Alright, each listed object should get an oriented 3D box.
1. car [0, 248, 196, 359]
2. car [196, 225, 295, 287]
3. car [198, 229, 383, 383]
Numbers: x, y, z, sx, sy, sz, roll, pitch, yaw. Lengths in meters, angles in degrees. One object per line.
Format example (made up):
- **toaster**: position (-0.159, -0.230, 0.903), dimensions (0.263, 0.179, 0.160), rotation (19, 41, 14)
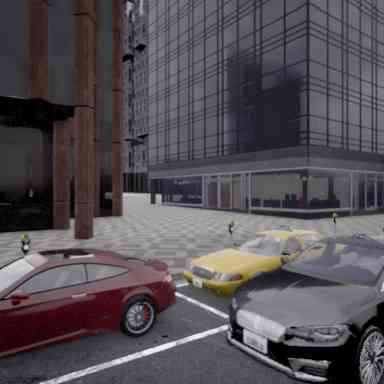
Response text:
- **car**: position (-2.209, 1.583, 5.078), dimensions (4.206, 1.307, 1.802), rotation (0, 0, -36)
- **car**: position (2.064, 1.529, 8.159), dimensions (4.829, 1.417, 1.752), rotation (0, 0, -36)
- **car**: position (2.728, 1.494, 5.355), dimensions (4.902, 1.511, 2.128), rotation (0, 0, -36)
